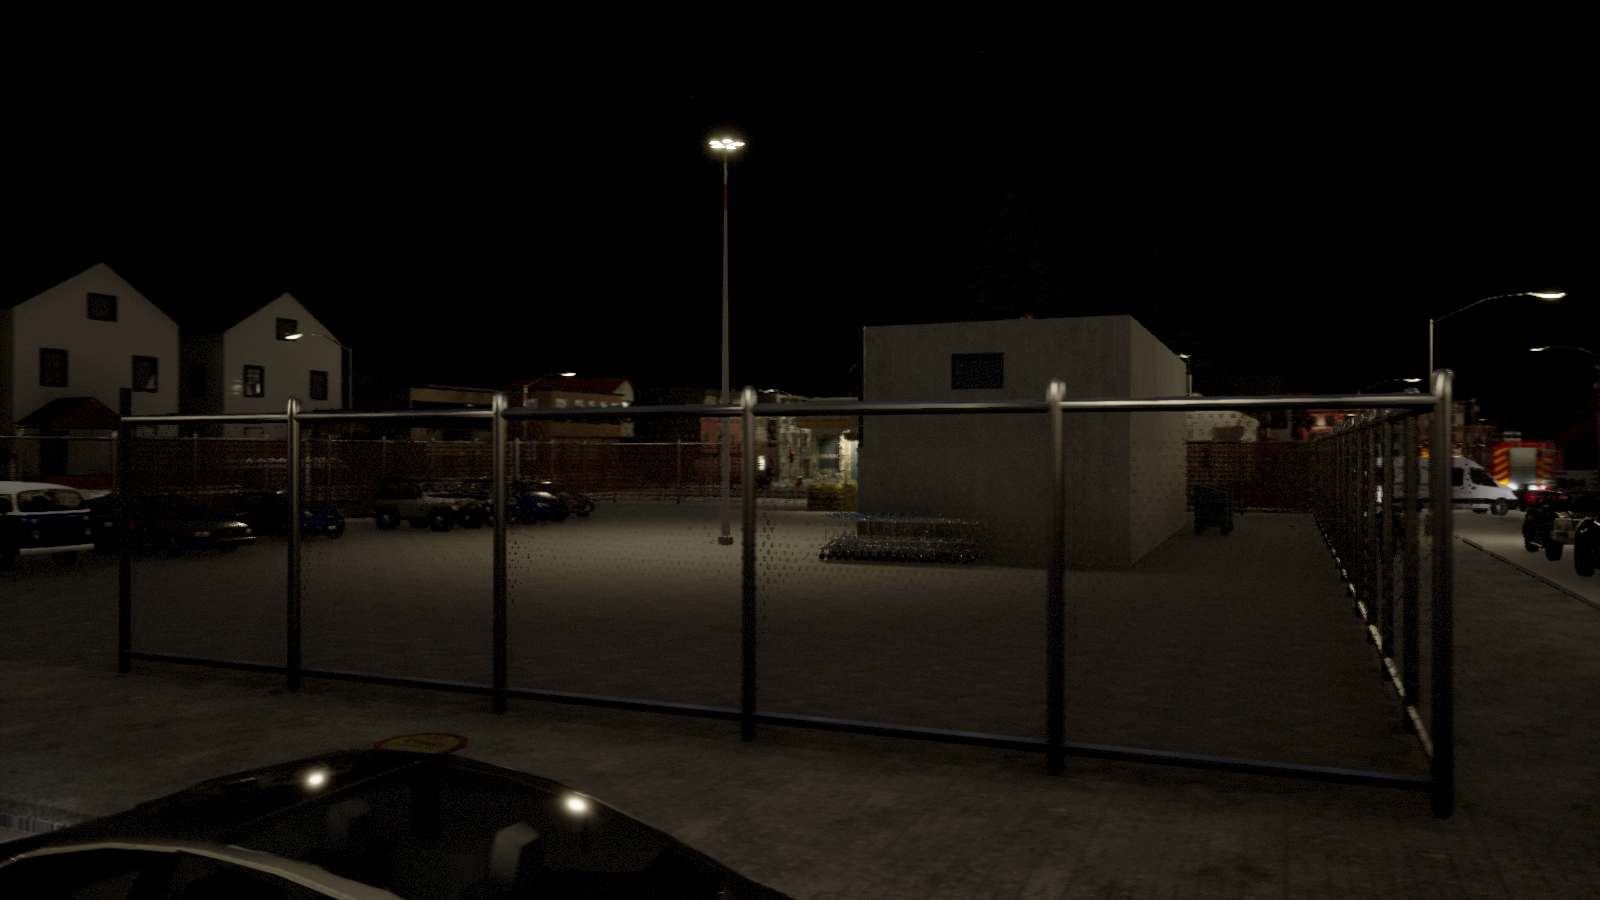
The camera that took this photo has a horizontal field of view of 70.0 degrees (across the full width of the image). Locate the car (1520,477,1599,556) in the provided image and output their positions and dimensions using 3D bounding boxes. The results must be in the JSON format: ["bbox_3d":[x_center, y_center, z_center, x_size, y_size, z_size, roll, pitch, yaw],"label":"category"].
[{"bbox_3d":[20.670,1.691,30.365,1.932,1.855,4.605,0,0,23],"label":"car"}]

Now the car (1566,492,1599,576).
[{"bbox_3d":[18.012,1.810,24.118,2.152,1.651,5.027,0,0,23],"label":"car"}]

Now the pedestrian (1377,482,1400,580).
[{"bbox_3d":[11.408,1.558,22.149,0.375,1.860,0.375,0,0,23],"label":"pedestrian"}]

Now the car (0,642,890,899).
[{"bbox_3d":[-2.257,1.848,4.657,4.792,1.488,2.163,0,0,23],"label":"car"}]
